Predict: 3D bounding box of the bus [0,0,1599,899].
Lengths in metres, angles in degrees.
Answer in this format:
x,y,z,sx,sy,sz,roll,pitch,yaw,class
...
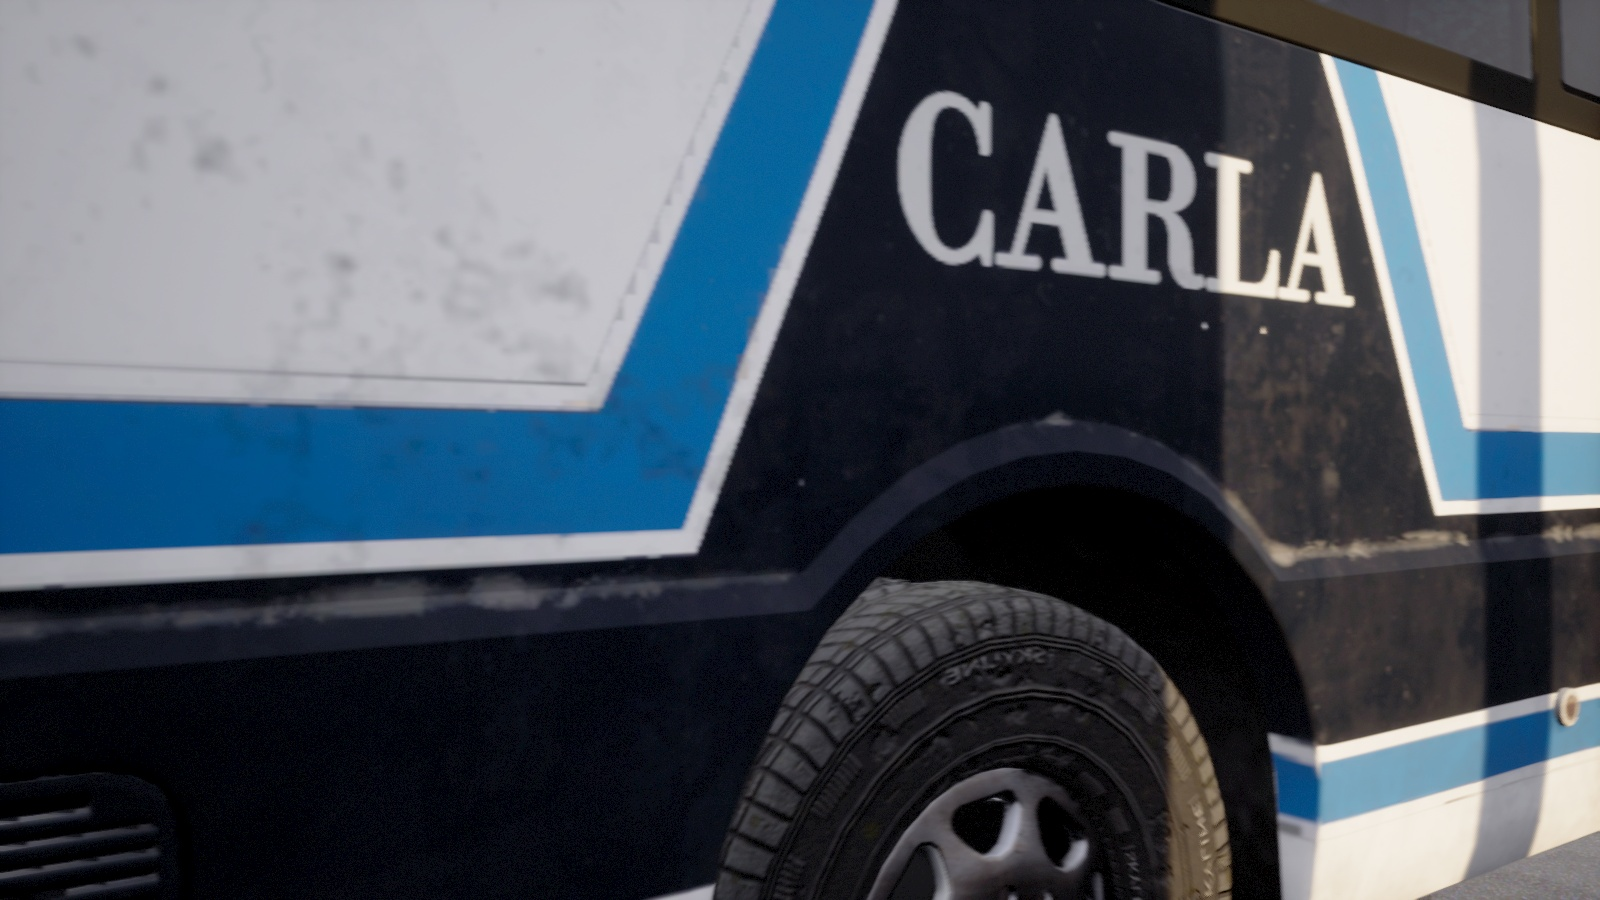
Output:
x,y,z,sx,sy,sz,roll,pitch,yaw,class
-2.697,-0.621,1.784,10.273,4.253,3.944,0,0,-35,bus

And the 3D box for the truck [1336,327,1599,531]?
x,y,z,sx,sy,sz,roll,pitch,yaw,class
15.355,-0.392,24.939,8.468,3.827,2.891,0,0,19,truck
